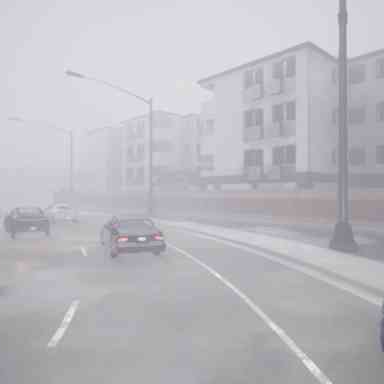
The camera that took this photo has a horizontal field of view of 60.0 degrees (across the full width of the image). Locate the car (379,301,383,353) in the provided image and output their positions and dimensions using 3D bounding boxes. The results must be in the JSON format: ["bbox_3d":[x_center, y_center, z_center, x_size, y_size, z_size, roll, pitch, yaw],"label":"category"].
[{"bbox_3d":[3.363,1.487,2.183,1.882,1.535,5.008,0,0,-3],"label":"car"}]

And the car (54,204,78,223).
[{"bbox_3d":[-10.176,1.638,25.457,1.812,1.442,4.674,0,0,-38],"label":"car"}]

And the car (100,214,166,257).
[{"bbox_3d":[-2.532,1.606,13.298,2.033,1.411,5.357,0,0,-20],"label":"car"}]

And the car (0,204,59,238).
[{"bbox_3d":[-9.164,1.574,18.362,2.128,1.511,4.902,0,0,-34],"label":"car"}]
